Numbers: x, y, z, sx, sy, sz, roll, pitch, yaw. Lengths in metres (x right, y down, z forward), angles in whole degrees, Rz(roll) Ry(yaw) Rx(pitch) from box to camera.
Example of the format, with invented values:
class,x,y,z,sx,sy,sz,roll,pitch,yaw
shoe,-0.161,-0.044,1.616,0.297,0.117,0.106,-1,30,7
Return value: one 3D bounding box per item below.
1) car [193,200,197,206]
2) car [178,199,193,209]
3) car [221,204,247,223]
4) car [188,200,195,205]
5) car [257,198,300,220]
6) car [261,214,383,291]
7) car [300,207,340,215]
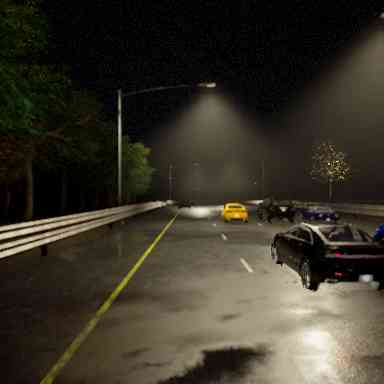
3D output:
class,x,y,z,sx,sy,sz,roll,pitch,yaw
car,-0.033,2.440,75.342,1.812,1.442,4.674,0,-1,0
car,-1.250,2.020,56.631,2.097,1.767,4.553,0,-1,0
car,3.584,1.775,28.979,1.882,1.535,5.008,0,-1,0
car,-0.040,2.904,91.024,1.812,1.442,4.674,0,-2,0
car,7.086,1.513,28.407,2.150,2.045,5.566,0,-1,0
car,3.594,1.590,9.286,2.128,1.511,4.902,0,-1,0
car,10.587,1.888,28.039,1.895,1.301,4.718,0,-1,0
